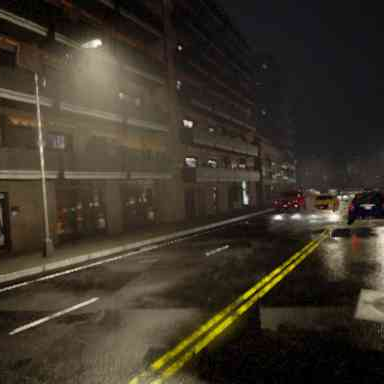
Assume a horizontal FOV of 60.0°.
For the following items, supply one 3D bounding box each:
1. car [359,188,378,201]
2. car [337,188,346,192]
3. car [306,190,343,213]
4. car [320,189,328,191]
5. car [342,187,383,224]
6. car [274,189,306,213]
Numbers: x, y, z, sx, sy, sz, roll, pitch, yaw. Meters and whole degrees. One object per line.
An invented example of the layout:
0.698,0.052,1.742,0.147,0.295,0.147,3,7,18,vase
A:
22.392,0.296,42.325,1.837,1.490,4.892,-4,0,26,car
29.612,-0.047,65.847,2.128,1.511,4.902,-4,0,24,car
11.476,0.909,28.664,1.882,1.535,5.008,-4,-1,28,car
27.137,0.099,68.292,1.882,1.535,5.008,-4,0,23,car
10.433,0.791,19.624,2.097,1.767,4.553,-4,0,29,car
9.488,0.809,31.829,2.150,2.045,5.566,-4,-1,28,car
